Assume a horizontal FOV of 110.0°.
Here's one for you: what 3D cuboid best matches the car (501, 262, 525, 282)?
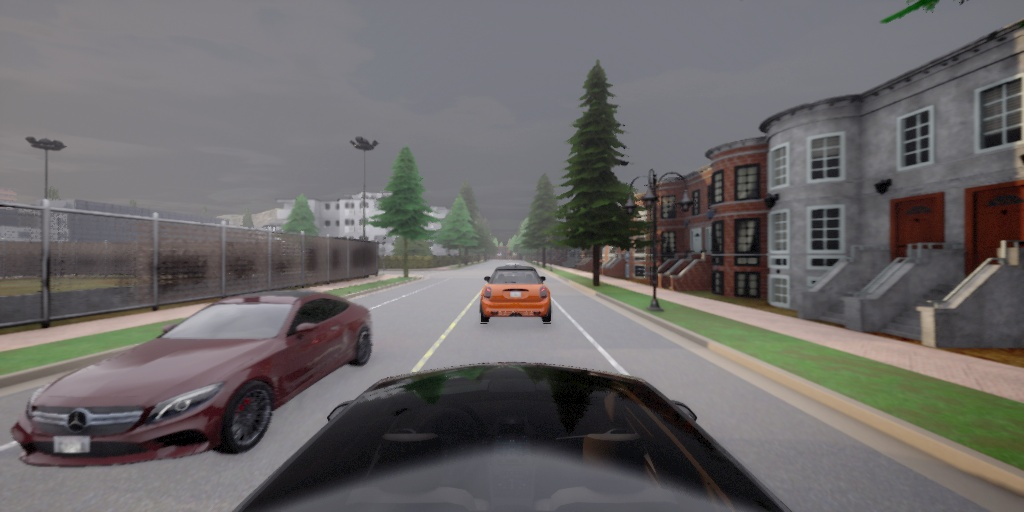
[{"bbox_3d":[0.113,1.269,29.330,1.812,1.442,4.674,0,-1,0],"label":"car"}]

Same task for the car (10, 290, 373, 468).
[{"bbox_3d":[-3.584,1.275,5.246,1.812,1.442,4.674,0,0,0],"label":"car"}]

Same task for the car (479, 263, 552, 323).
[{"bbox_3d":[0.106,1.099,12.196,2.097,1.767,4.553,0,0,0],"label":"car"}]
